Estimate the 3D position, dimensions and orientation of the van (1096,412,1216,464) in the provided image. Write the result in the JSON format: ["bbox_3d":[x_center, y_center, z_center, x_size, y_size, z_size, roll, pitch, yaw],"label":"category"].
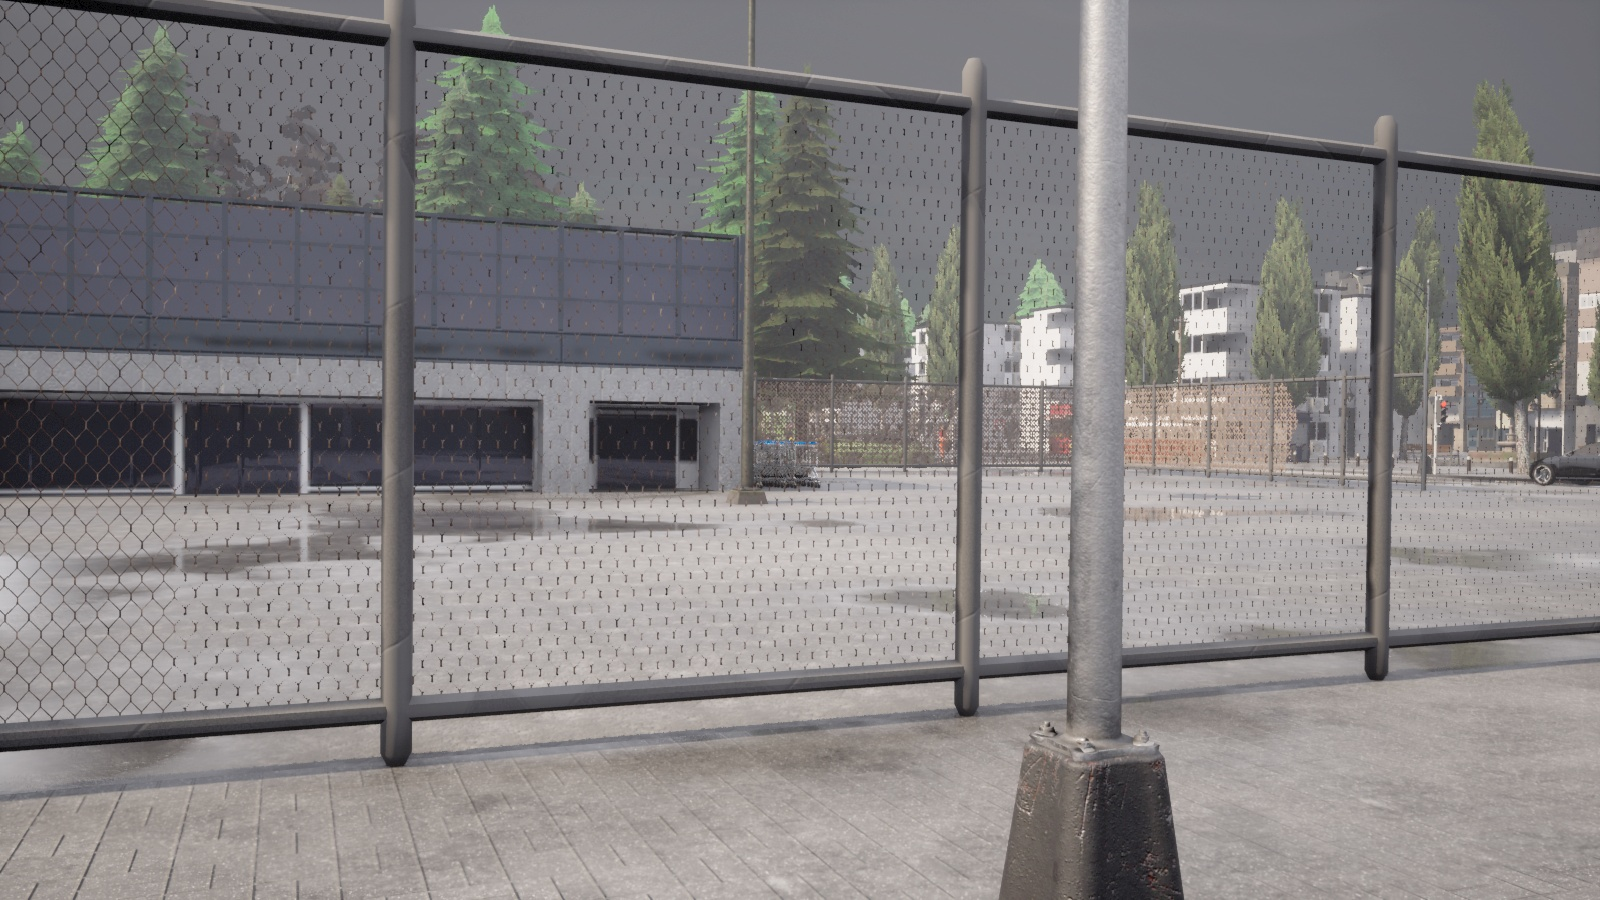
[{"bbox_3d":[14.597,-0.475,51.475,4.480,2.038,2.069,0,0,24],"label":"van"}]

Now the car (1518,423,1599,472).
[{"bbox_3d":[25.242,-0.109,39.003,2.163,1.488,4.792,-1,1,-22],"label":"car"}]

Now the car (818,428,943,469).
[{"bbox_3d":[3.200,-0.099,49.763,4.514,1.525,2.007,-1,1,-22],"label":"car"}]
